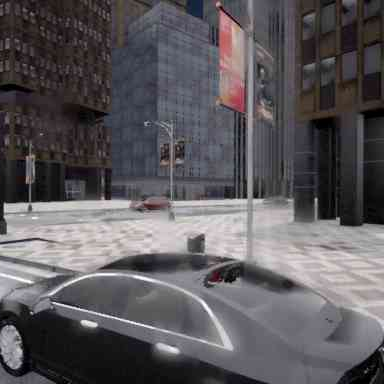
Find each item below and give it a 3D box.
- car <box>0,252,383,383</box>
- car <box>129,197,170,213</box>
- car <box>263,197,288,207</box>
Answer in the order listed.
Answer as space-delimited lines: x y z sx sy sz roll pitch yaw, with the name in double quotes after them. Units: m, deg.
-0.469 1.504 3.940 4.892 1.490 1.837 0 0 35 "car"
-4.621 1.298 36.248 4.553 1.767 2.097 0 0 -41 "car"
12.976 1.463 51.601 4.902 1.511 2.128 0 0 -41 "car"
